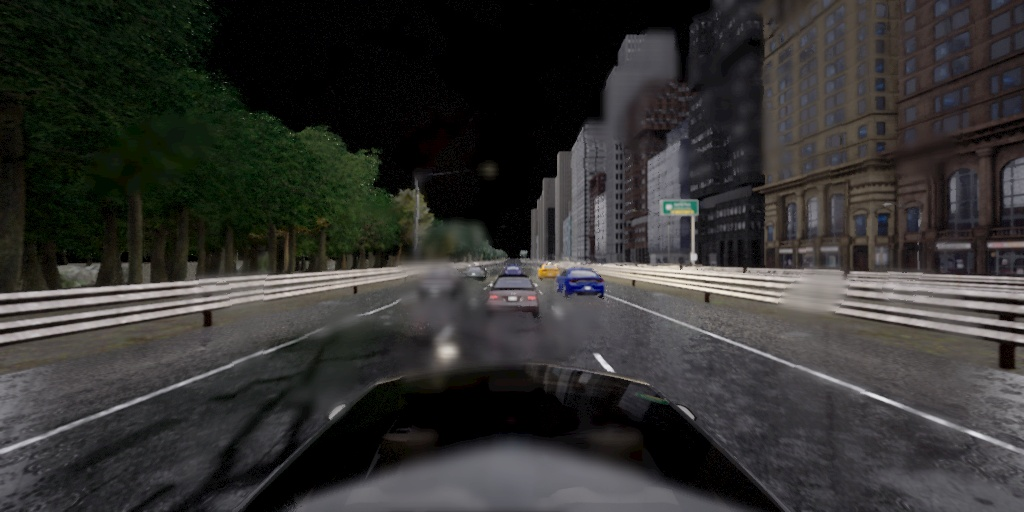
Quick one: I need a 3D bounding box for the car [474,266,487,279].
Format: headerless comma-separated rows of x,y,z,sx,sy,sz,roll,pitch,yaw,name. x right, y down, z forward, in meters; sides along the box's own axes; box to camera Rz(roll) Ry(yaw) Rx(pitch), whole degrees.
-3.408,1.621,34.022,1.994,1.385,4.181,0,-1,0,car

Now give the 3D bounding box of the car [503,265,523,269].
0.095,1.588,34.535,1.812,1.442,4.674,0,-1,0,car

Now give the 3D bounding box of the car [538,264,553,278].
3.595,1.547,35.228,1.882,1.535,5.008,0,-1,0,car

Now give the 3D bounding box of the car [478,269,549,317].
0.068,1.409,13.771,2.033,1.411,5.357,0,-1,0,car

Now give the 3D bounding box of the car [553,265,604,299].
3.591,1.394,19.433,1.882,1.535,5.008,0,-1,0,car

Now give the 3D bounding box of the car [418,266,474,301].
-3.414,1.397,18.376,2.128,1.511,4.902,0,-1,0,car
